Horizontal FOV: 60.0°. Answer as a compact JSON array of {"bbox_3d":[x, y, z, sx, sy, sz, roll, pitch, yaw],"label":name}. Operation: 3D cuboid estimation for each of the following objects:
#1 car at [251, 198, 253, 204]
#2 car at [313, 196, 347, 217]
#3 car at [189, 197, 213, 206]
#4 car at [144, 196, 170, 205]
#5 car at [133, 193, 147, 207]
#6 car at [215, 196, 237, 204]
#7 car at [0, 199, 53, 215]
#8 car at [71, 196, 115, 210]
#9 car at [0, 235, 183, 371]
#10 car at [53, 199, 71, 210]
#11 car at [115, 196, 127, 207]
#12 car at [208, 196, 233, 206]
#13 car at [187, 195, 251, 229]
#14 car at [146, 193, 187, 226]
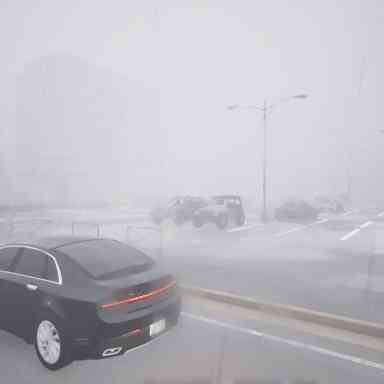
[{"bbox_3d":[9.892,1.505,62.446,1.837,1.490,4.892,0,0,34],"label":"car"},{"bbox_3d":[13.796,1.395,33.136,1.970,1.475,3.806,0,0,34],"label":"car"},{"bbox_3d":[1.511,1.526,56.263,1.812,1.442,4.674,0,0,34],"label":"car"},{"bbox_3d":[-6.007,1.526,57.912,1.812,1.442,4.674,0,0,35],"label":"car"},{"bbox_3d":[-6.564,1.221,50.853,2.150,2.045,5.566,0,0,34],"label":"car"},{"bbox_3d":[6.484,1.491,63.646,2.128,1.511,4.902,0,0,34],"label":"car"},{"bbox_3d":[-17.455,1.601,34.732,1.895,1.301,4.718,0,0,34],"label":"car"},{"bbox_3d":[-12.452,1.526,42.143,1.812,1.442,4.674,0,0,34],"label":"car"},{"bbox_3d":[-2.419,1.505,5.727,4.892,1.490,1.837,0,0,36],"label":"car"},{"bbox_3d":[-17.126,1.547,41.486,2.033,1.411,5.357,0,0,34],"label":"car"},{"bbox_3d":[-11.788,1.352,49.403,2.097,1.767,4.553,0,0,34],"label":"car"},{"bbox_3d":[4.770,1.491,54.838,2.128,1.511,4.902,0,0,34],"label":"car"},{"bbox_3d":[1.747,1.156,20.203,1.905,1.878,3.866,0,0,34],"label":"car"},{"bbox_3d":[-0.617,1.153,21.873,1.932,1.855,4.605,0,0,34],"label":"car"}]
